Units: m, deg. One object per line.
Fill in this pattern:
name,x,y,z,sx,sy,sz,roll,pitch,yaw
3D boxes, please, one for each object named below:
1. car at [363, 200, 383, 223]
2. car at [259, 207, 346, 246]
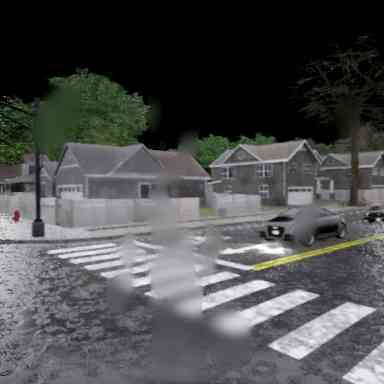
car,12.600,1.142,20.632,5.357,1.411,2.033,-1,1,-41
car,4.666,1.316,13.873,4.181,1.385,1.994,-1,1,-41
